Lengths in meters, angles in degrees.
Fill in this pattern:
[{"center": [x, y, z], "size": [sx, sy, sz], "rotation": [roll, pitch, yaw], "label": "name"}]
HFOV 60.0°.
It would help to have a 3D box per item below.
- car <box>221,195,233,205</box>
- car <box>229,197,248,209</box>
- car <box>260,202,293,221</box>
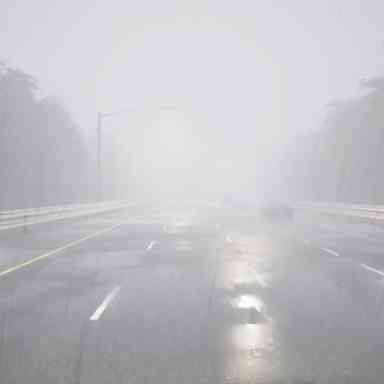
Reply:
[{"center": [7.258, 1.561, 68.498], "size": [2.150, 2.045, 5.566], "rotation": [0, 0, 0], "label": "car"}, {"center": [7.137, 1.787, 50.003], "size": [1.994, 1.385, 4.181], "rotation": [0, 0, 0], "label": "car"}, {"center": [7.042, 1.587, 27.954], "size": [2.128, 1.511, 4.902], "rotation": [0, 0, 0], "label": "car"}]
